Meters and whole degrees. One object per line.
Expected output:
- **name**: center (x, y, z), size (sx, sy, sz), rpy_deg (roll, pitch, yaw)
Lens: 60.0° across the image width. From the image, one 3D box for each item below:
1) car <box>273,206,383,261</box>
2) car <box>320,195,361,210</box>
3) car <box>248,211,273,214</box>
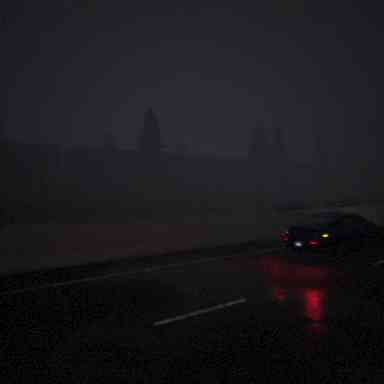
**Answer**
- **car**: center (5.200, 1.410, 11.743), size (4.674, 1.442, 1.812), rpy_deg (-1, 0, -35)
- **car**: center (16.736, 1.105, 37.383), size (5.008, 1.535, 1.882), rpy_deg (0, 0, -35)
- **car**: center (5.733, 1.371, 20.958), size (5.357, 1.411, 2.033), rpy_deg (-1, 0, -35)
